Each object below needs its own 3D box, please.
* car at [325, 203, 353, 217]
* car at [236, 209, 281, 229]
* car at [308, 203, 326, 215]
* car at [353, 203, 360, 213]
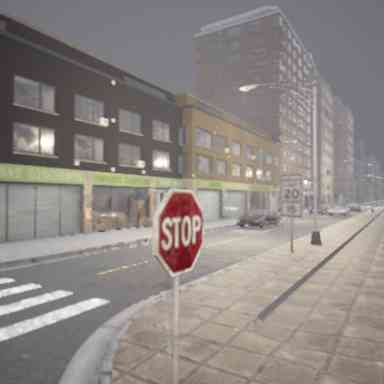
[{"bbox_3d":[17.853,2.287,40.251,1.895,1.301,4.718,-1,-1,32],"label":"car"},{"bbox_3d":[5.225,1.979,25.502,2.033,1.411,5.357,-1,-1,32],"label":"car"},{"bbox_3d":[16.607,2.258,43.660,1.837,1.490,4.892,-1,-1,32],"label":"car"},{"bbox_3d":[25.068,2.445,51.886,2.033,1.411,5.357,-1,-1,32],"label":"car"}]
